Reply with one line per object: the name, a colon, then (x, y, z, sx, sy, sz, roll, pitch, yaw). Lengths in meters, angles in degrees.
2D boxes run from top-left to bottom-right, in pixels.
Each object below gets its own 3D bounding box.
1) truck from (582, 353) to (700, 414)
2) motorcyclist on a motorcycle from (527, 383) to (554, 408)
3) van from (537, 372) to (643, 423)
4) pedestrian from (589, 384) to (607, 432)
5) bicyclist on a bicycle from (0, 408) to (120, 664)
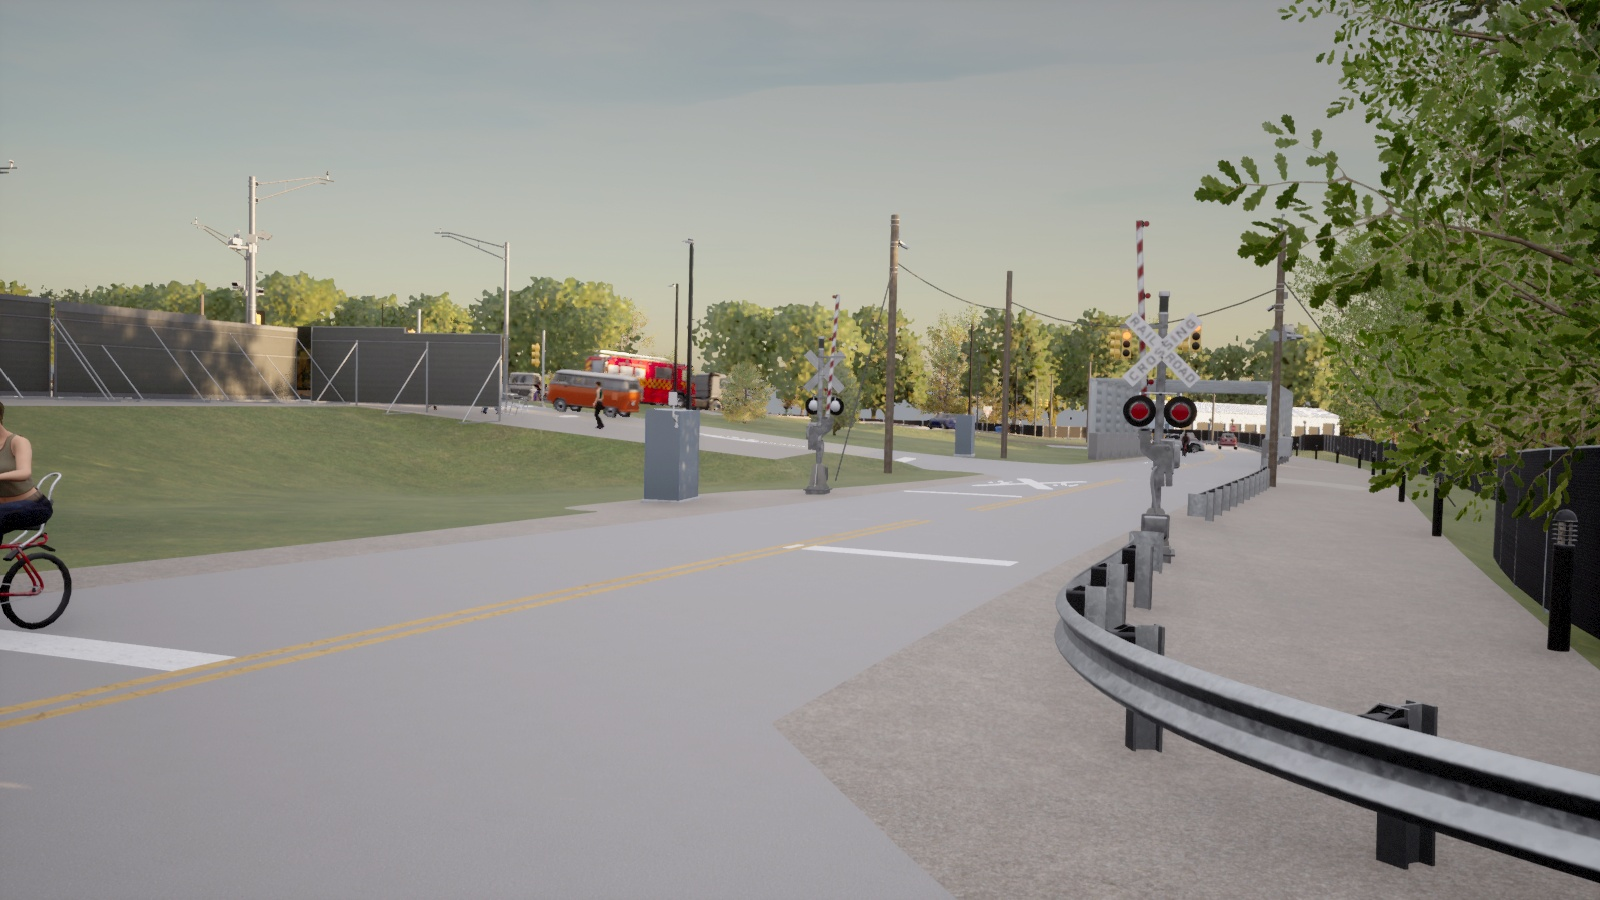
truck: (-11.656, -4.859, 92.817, 8.468, 3.827, 2.891, 3, 0, -44)
motorcyclist on a motorcycle: (-16.985, -3.562, 82.309, 0.866, 1.530, 2.191, 1, 2, 13)
van: (-9.796, -2.463, 58.690, 4.442, 1.987, 1.775, 6, 4, 17)
pedestrian: (-7.744, -1.600, 48.149, 0.594, 1.836, 0.345, 1, 3, 17)
bicyclist on a bicycle: (-5.398, 0.536, 8.178, 0.866, 1.612, 1.509, 1, 1, 19)
